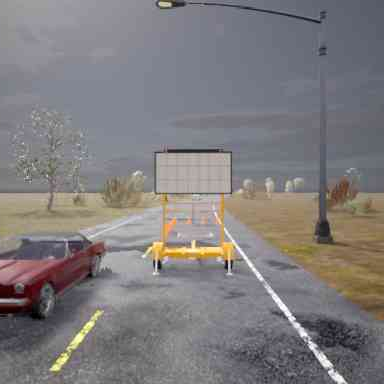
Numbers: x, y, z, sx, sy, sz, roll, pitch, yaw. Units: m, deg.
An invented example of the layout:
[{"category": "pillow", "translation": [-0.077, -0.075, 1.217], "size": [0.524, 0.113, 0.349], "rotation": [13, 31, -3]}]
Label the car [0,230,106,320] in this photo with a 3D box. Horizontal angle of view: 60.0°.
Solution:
[{"category": "car", "translation": [-3.444, 1.604, 7.424], "size": [1.895, 1.301, 4.718], "rotation": [0, 0, 1]}]

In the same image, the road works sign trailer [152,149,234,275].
[{"category": "road works sign trailer", "translation": [0.046, 0.469, 10.447], "size": [2.380, 3.560, 2.880], "rotation": [0, 0, 1]}]

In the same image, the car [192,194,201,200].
[{"category": "car", "translation": [1.264, 1.236, 90.346], "size": [2.150, 2.045, 5.566], "rotation": [0, 0, 6]}]
